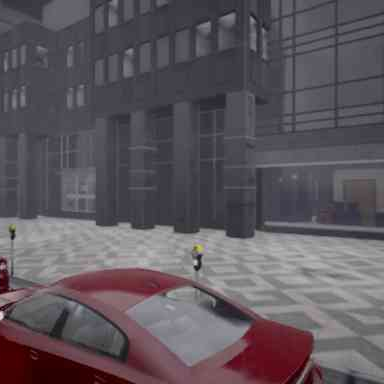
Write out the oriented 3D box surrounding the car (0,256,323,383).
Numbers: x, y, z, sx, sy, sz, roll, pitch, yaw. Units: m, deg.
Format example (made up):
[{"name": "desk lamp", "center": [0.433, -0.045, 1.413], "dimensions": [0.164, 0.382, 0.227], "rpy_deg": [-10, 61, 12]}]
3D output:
[{"name": "car", "center": [-0.977, 1.544, 3.658], "dimensions": [4.507, 1.381, 1.887], "rpy_deg": [0, 0, 35]}]
